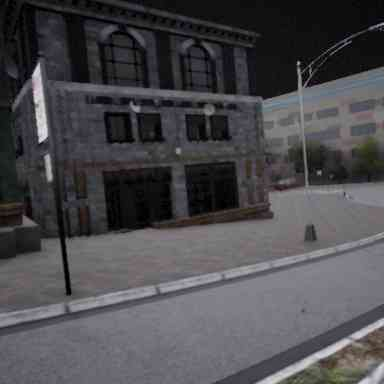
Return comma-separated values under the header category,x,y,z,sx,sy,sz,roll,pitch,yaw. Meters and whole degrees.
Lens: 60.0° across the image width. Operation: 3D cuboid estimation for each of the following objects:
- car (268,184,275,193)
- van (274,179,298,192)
category,x,y,z,sx,sy,sz,roll,pitch,yaw
car,14.487,-0.720,58.539,4.792,1.488,2.163,-9,2,-44
van,16.453,-1.173,56.598,4.442,1.987,1.878,-9,2,-44
